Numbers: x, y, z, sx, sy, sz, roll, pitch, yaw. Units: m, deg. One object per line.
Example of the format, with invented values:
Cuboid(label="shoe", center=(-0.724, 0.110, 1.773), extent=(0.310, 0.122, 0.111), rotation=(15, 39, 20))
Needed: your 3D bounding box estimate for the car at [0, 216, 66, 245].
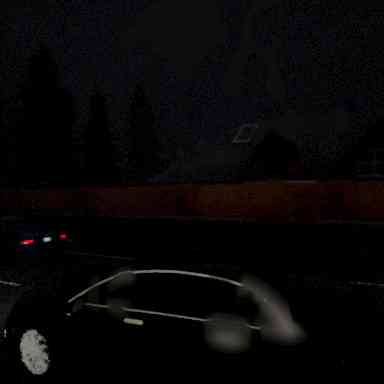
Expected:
Cuboid(label="car", center=(-6.648, 1.558, 11.657), extent=(5.357, 1.411, 2.033), rotation=(-1, 1, 31))

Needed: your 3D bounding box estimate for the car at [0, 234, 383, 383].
Cuboid(label="car", center=(-0.130, 1.464, 4.019), extent=(4.892, 1.490, 1.837), rotation=(-1, 1, 27))
